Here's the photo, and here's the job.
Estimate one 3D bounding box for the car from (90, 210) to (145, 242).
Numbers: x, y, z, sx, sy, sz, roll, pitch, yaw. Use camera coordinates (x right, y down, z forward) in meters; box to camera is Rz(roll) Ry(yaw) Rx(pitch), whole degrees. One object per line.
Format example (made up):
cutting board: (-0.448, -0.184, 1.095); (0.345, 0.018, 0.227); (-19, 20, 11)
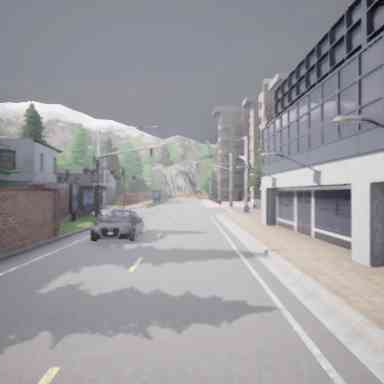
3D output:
car: (-3.531, 1.594, 16.355); (1.994, 1.385, 4.181); (0, 0, 0)
